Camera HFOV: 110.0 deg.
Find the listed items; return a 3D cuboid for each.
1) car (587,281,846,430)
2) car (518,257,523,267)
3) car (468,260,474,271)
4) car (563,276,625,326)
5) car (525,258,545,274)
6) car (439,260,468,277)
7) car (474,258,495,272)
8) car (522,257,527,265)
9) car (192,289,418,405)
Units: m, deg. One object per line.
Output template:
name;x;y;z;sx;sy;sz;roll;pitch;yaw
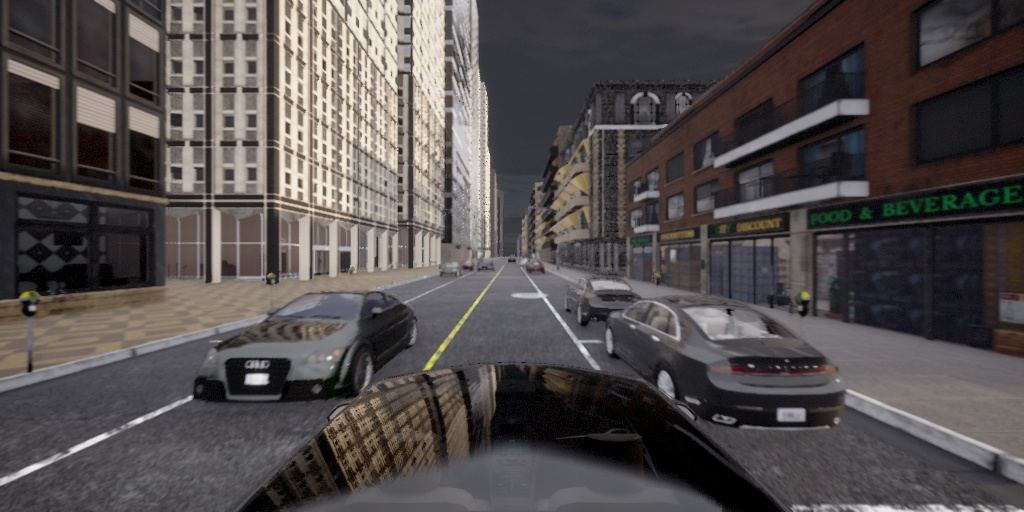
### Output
car;2.689;1.289;5.639;2.007;1.370;4.403;0;0;0
car;2.341;1.114;62.832;1.812;1.442;4.674;0;0;0
car;-5.698;1.176;45.177;1.888;1.381;4.507;0;0;0
car;2.689;1.272;11.287;2.007;1.370;4.403;0;0;0
car;2.684;1.226;39.530;1.802;1.307;4.207;0;0;0
car;-5.695;1.210;33.879;2.007;1.370;4.403;0;0;0
car;-3.093;1.201;42.941;1.994;1.385;4.181;0;0;0
car;2.683;1.070;45.178;1.967;1.591;4.097;0;0;0
car;-3.083;1.301;6.335;1.994;1.385;4.181;0;0;0
